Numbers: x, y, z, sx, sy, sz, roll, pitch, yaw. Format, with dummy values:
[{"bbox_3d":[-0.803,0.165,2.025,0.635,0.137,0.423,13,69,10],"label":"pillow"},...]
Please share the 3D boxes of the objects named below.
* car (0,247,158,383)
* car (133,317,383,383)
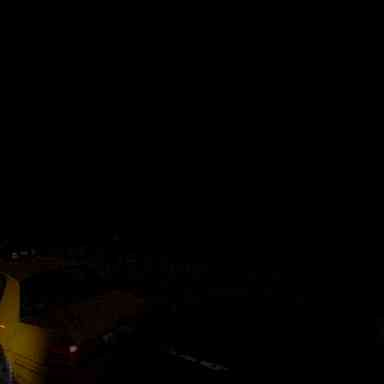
[{"bbox_3d":[-2.661,1.524,4.986,4.829,1.417,1.752,0,1,35],"label":"car"},{"bbox_3d":[2.026,1.551,1.646,4.403,1.369,2.008,0,1,35],"label":"car"}]
